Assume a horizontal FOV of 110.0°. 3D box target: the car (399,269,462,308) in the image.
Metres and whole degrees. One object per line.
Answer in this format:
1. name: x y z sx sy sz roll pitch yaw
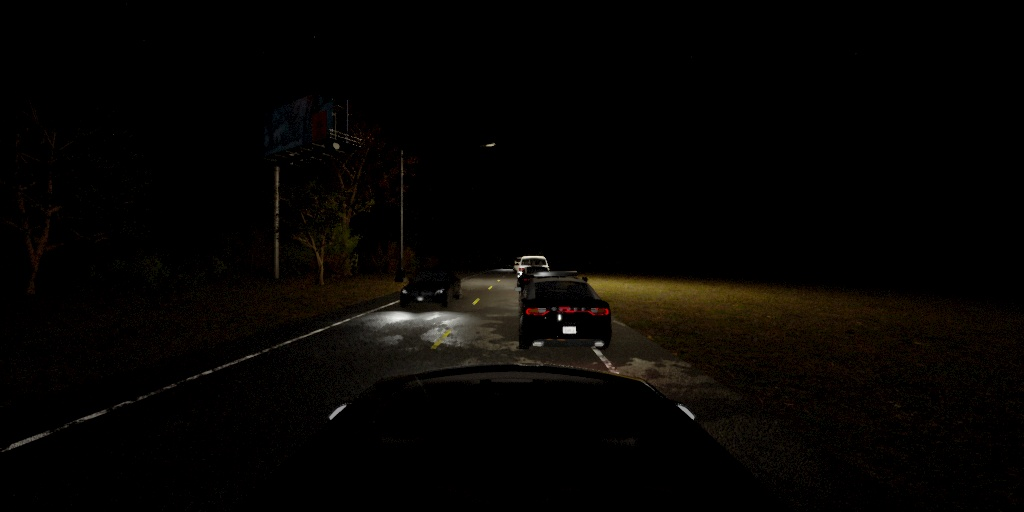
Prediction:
1. car: -3.312 1.302 15.428 1.812 1.442 4.674 0 0 1

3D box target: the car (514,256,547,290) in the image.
1. car: 1.460 1.044 25.140 2.150 2.045 5.566 0 0 2

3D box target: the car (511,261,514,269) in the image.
1. car: 1.423 1.203 46.485 2.150 2.045 5.566 0 0 4

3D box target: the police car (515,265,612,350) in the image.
1. police car: 1.104 1.184 9.275 1.930 1.638 5.238 0 0 1

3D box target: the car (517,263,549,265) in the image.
1. car: 1.288 1.296 19.131 1.837 1.490 4.892 0 0 1
